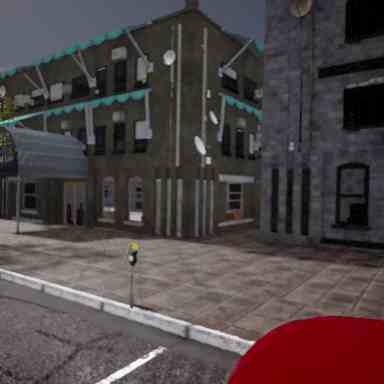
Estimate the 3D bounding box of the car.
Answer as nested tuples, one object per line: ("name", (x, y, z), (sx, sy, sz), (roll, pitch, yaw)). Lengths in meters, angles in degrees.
("car", (2.383, 1.322, 1.112), (5.009, 1.841, 2.192), (0, 1, 36))
